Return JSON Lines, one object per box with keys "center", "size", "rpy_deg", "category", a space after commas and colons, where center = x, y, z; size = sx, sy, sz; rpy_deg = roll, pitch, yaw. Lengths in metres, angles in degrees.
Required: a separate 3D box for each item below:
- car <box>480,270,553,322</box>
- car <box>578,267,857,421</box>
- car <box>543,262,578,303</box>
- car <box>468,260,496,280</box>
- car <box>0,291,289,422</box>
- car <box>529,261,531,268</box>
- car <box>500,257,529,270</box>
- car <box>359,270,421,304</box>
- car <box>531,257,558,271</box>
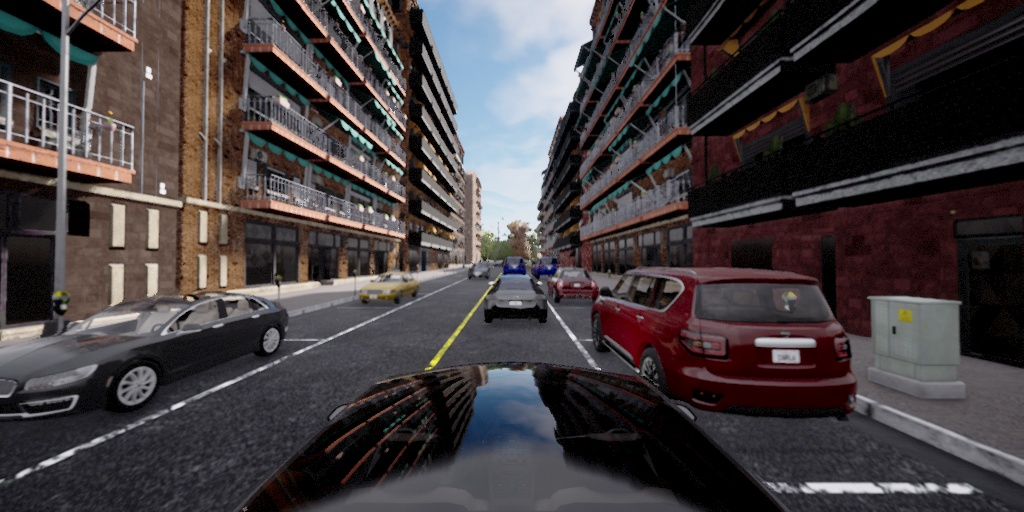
{"center": [0.127, 1.367, 12.516], "size": [1.994, 1.385, 4.181], "rpy_deg": [0, 0, 0], "category": "car"}
{"center": [2.706, 1.085, 5.925], "size": [2.192, 1.841, 5.009], "rpy_deg": [0, 0, 0], "category": "car"}
{"center": [2.755, 1.265, 17.061], "size": [1.967, 1.591, 4.097], "rpy_deg": [0, 0, 0], "category": "car"}
{"center": [-2.964, 1.397, 33.229], "size": [2.128, 1.511, 4.902], "rpy_deg": [0, 0, 0], "category": "car"}
{"center": [-5.674, 1.321, 5.995], "size": [2.007, 1.370, 4.403], "rpy_deg": [0, 0, 0], "category": "car"}
{"center": [3.280, 1.296, 40.728], "size": [2.097, 1.767, 4.553], "rpy_deg": [0, 0, 0], "category": "car"}
{"center": [0.240, 1.134, 34.896], "size": [2.150, 2.045, 5.566], "rpy_deg": [0, 0, 0], "category": "car"}
{"center": [-5.626, 1.351, 16.962], "size": [1.751, 1.417, 4.829], "rpy_deg": [0, 0, 0], "category": "car"}
{"center": [3.244, 1.137, 33.788], "size": [2.150, 2.045, 5.566], "rpy_deg": [0, 0, 0], "category": "car"}
